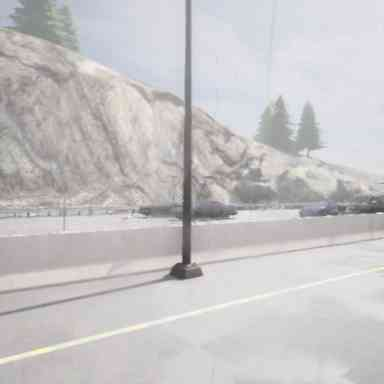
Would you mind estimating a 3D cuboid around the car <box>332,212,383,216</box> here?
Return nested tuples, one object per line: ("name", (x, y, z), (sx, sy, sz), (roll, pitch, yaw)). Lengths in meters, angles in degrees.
("car", (12.555, 1.169, 23.937), (5.566, 2.045, 2.150), (0, 0, -28))

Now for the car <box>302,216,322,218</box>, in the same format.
("car", (10.843, 1.440, 26.969), (4.674, 1.442, 1.812), (0, 0, -28))
